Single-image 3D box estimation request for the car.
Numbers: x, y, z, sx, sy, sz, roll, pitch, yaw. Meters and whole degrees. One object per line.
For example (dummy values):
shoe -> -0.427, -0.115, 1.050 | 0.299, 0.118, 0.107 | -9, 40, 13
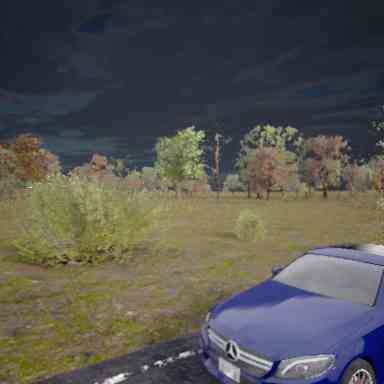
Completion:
car -> 2.262, 1.517, 4.678 | 4.674, 1.442, 1.812 | 0, 0, -36
